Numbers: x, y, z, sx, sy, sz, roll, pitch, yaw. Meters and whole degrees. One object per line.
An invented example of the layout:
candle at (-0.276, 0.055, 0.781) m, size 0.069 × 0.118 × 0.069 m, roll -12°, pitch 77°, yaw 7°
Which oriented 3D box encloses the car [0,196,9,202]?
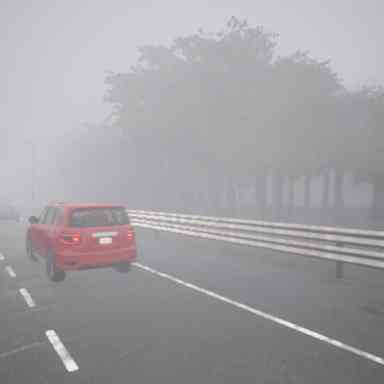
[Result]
car at (-37.651, 1.885, 65.441) m, size 2.150 × 2.045 × 5.566 m, roll 0°, pitch -1°, yaw -17°

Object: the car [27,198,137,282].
car at (-3.680, 1.330, 10.505) m, size 2.150 × 2.045 × 5.566 m, roll 0°, pitch -1°, yaw -35°

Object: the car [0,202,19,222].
car at (-15.981, 1.834, 28.322) m, size 2.033 × 1.411 × 5.357 m, roll 0°, pitch -1°, yaw -35°
